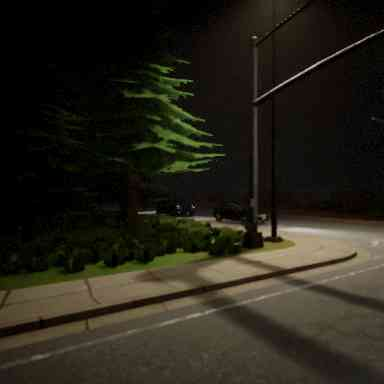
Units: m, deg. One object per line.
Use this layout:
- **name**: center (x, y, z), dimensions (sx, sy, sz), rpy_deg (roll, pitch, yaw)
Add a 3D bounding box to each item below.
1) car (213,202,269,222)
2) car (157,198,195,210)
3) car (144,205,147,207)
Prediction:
- **car**: center (3.522, 1.530, 24.680), dimensions (2.128, 1.511, 4.902), rpy_deg (0, 0, -34)
- **car**: center (-1.615, 1.391, 32.166), dimensions (2.097, 1.767, 4.553), rpy_deg (0, 0, -34)
- **car**: center (-7.154, 1.564, 40.252), dimensions (1.812, 1.442, 4.674), rpy_deg (0, 0, -34)
